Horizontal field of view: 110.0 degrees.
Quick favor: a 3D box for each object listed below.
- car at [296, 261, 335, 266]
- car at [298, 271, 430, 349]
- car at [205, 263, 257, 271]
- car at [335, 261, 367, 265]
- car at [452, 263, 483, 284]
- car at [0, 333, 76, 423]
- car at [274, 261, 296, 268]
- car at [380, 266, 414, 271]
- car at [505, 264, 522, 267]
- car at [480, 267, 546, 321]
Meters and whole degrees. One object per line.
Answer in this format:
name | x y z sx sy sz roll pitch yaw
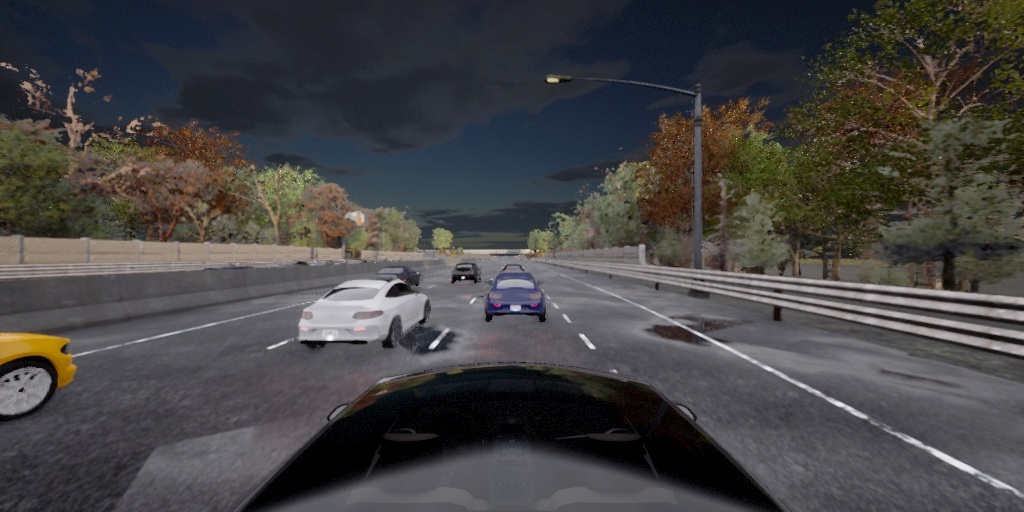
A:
car | -21.084 1.314 39.720 2.033 1.411 5.357 0 0 0
car | -3.397 1.275 9.011 1.812 1.442 4.674 0 0 0
car | -28.084 1.364 35.961 1.895 1.301 4.718 0 0 0
car | -17.580 1.273 40.410 1.837 1.490 4.892 0 -1 0
car | -3.393 1.260 27.395 1.837 1.490 4.892 0 0 0
car | -6.900 1.228 2.764 1.882 1.535 5.008 0 0 0
car | -24.576 1.272 40.292 1.837 1.490 4.892 0 0 0
car | -6.894 1.300 21.672 2.033 1.411 5.357 0 0 0
car | 0.108 1.319 28.012 1.994 1.385 4.181 0 0 0
car | 0.103 1.275 12.253 1.812 1.442 4.674 0 0 0
